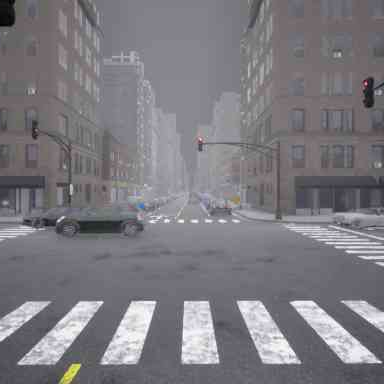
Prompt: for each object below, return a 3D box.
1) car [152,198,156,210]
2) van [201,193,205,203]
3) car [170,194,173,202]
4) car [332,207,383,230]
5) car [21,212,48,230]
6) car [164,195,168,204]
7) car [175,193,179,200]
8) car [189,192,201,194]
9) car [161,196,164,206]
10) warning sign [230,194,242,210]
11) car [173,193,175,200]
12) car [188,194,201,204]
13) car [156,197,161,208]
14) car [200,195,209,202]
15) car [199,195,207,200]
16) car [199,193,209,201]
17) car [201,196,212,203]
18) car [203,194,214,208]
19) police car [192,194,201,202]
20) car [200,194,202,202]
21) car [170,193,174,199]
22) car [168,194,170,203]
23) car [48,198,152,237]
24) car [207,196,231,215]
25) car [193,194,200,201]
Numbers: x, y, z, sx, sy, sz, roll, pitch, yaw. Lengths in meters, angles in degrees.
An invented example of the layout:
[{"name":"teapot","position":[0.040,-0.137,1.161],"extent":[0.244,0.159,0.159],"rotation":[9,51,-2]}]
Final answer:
[{"name":"car","position":[-5.702,1.443,39.068],"extent":[1.967,1.590,4.097],"rotation":[0,0,0]},{"name":"van","position":[2.894,1.344,56.043],"extent":[1.690,1.788,3.998],"rotation":[0,0,0]},{"name":"car","position":[-5.585,1.567,67.409],"extent":[1.947,1.339,4.313],"rotation":[0,0,0]},{"name":"car","position":[11.356,1.611,20.686],"extent":[4.718,1.301,1.895],"rotation":[0,0,0]},{"name":"car","position":[-7.532,1.542,20.583],"extent":[5.357,1.411,2.033],"rotation":[0,0,0]},{"name":"car","position":[-5.632,1.569,56.073],"extent":[1.947,1.339,4.313],"rotation":[0,0,0]},{"name":"car","position":[-5.491,1.307,90.082],"extent":[2.192,1.841,5.009],"rotation":[0,0,0]},{"name":"car","position":[0.297,1.039,72.971],"extent":[2.150,2.045,5.566],"rotation":[0,0,0]},{"name":"car","position":[-5.655,1.585,50.405],"extent":[1.802,1.307,4.206],"rotation":[0,0,0]},{"name":"warning sign","position":[5.227,1.118,39.351],"extent":[1.300,1.860,1.060],"rotation":[0,0,0]},{"name":"car","position":[-5.539,1.522,78.576],"extent":[1.752,1.417,4.829],"rotation":[0,0,0]},{"name":"car","position":[0.255,1.566,62.937],"extent":[1.994,1.385,4.181],"rotation":[0,0,0]},{"name":"car","position":[-5.678,1.569,44.736],"extent":[1.947,1.339,4.313],"rotation":[0,0,0]},{"name":"car","position":[2.988,1.437,78.721],"extent":[1.967,1.590,4.097],"rotation":[0,0,0]},{"name":"car","position":[3.034,1.558,90.060],"extent":[1.947,1.339,4.313],"rotation":[0,0,0]},{"name":"car","position":[3.010,1.310,84.389],"extent":[2.192,1.841,5.009],"rotation":[0,0,0]},{"name":"car","position":[2.941,1.552,67.382],"extent":[2.008,1.369,4.403],"rotation":[0,0,0]},{"name":"car","position":[2.847,1.443,44.705],"extent":[1.967,1.590,4.097],"rotation":[0,0,0]},{"name":"police car","position":[1.120,1.422,79.464],"extent":[1.930,1.638,5.238],"rotation":[0,0,-1]},{"name":"car","position":[2.918,1.527,61.882],"extent":[1.752,1.417,4.829],"rotation":[0,0,0]},{"name":"car","position":[-5.561,1.544,73.077],"extent":[1.887,1.381,4.507],"rotation":[0,0,0]},{"name":"car","position":[-5.609,1.527,61.571],"extent":[1.752,1.417,4.829],"rotation":[0,0,0]},{"name":"car","position":[-4.636,1.351,17.352],"extent":[4.553,1.767,2.097],"rotation":[0,0,0]},{"name":"car","position":[2.801,1.442,33.367],"extent":[1.967,1.590,4.097],"rotation":[0,0,0]},{"name":"car","position":[1.152,1.448,89.559],"extent":[1.801,1.575,5.366],"rotation":[0,0,0]}]
